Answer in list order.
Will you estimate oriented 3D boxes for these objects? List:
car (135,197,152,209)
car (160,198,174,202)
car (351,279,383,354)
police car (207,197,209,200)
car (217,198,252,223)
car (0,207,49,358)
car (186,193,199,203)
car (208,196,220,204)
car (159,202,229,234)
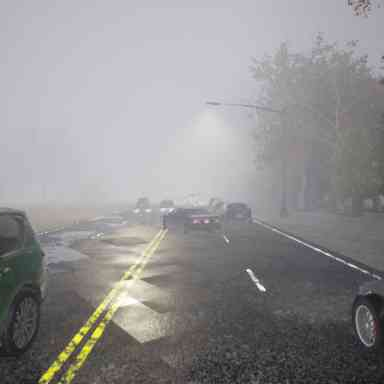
[{"bbox_3d":[-6.608,1.505,45.691,1.837,1.490,4.892,0,0,0],"label":"car"},{"bbox_3d":[-3.357,1.564,45.795,1.994,1.385,4.181,0,0,0],"label":"car"},{"bbox_3d":[3.257,1.499,2.978,1.812,1.442,4.674,1,1,0],"label":"car"},{"bbox_3d":[3.250,1.397,47.106,1.930,1.638,5.238,1,-1,0],"label":"police car"},{"bbox_3d":[3.228,1.459,24.986,1.882,1.535,5.008,-1,0,0],"label":"car"},{"bbox_3d":[-3.351,1.221,3.068,2.150,2.045,5.566,0,0,0],"label":"car"},{"bbox_3d":[0.084,1.153,65.497,2.150,2.045,5.566,1,3,0],"label":"car"},{"bbox_3d":[3.241,1.461,35.995,2.128,1.511,4.902,1,-1,0],"label":"car"},{"bbox_3d":[-0.213,1.546,19.159,2.033,1.411,5.357,0,0,-23],"label":"car"}]
